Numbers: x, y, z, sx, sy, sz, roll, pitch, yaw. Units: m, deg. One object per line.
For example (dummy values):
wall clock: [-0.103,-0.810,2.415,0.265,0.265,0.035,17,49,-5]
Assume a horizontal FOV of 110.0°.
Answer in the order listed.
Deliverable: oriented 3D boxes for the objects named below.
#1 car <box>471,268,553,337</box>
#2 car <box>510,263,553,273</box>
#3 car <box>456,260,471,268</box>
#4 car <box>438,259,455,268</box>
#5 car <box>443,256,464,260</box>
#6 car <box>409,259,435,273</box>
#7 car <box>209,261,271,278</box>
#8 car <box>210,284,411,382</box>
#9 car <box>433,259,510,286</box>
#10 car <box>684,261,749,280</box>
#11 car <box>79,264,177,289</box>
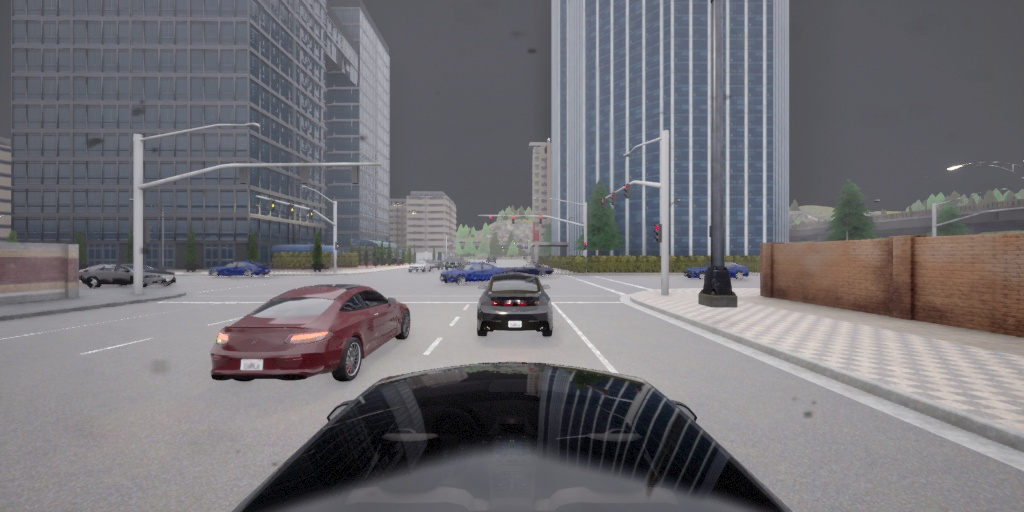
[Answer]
car: [0.069,1.255,10.314,1.837,1.490,4.892,0,0,0]
car: [1.442,1.351,33.714,4.718,1.301,1.895,0,0,0]
car: [-8.010,1.314,60.001,1.994,1.385,4.181,0,0,0]
car: [-11.560,1.242,63.460,2.128,1.511,4.902,0,0,0]
car: [-7.872,0.971,50.049,2.150,2.045,5.566,0,0,-1]
car: [-11.364,1.276,44.595,1.812,1.442,4.674,0,0,1]
car: [-25.402,1.227,33.481,5.008,1.535,1.882,0,0,0]
car: [-3.435,1.276,7.050,1.812,1.442,4.674,0,0,0]
car: [-2.822,1.228,25.777,5.008,1.535,1.882,0,-1,-41]
car: [17.219,1.228,30.349,5.008,1.535,1.882,-1,0,0]
car: [-24.218,1.241,22.766,4.902,1.511,2.128,0,0,0]
